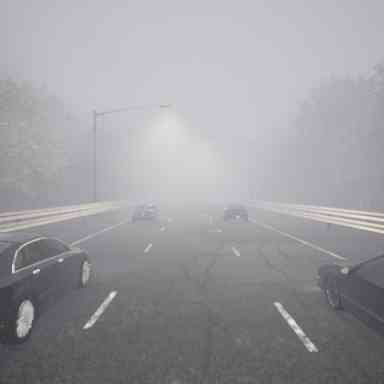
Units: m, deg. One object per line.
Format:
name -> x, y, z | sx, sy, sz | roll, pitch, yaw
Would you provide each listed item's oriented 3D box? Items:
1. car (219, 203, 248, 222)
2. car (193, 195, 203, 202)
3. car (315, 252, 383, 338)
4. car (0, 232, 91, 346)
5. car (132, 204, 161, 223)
car -> 3.435, 1.644, 27.527 | 1.837, 1.490, 4.892 | 0, 0, -1
car -> 1.931, 1.929, 88.975 | 1.812, 1.442, 4.674 | 0, 0, -2
car -> 3.591, 1.572, 4.762 | 2.033, 1.411, 5.357 | 0, 0, 0
car -> -3.417, 1.539, 6.386 | 1.837, 1.490, 4.892 | 0, 0, 0
car -> -3.553, 1.682, 26.589 | 2.033, 1.411, 5.357 | 0, 0, -1
